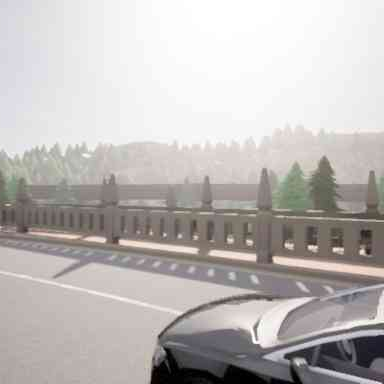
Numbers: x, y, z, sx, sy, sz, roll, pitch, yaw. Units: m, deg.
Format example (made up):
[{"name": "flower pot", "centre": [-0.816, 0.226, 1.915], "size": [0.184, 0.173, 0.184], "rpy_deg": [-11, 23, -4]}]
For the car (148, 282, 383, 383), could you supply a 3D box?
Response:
[{"name": "car", "centre": [1.826, 1.480, 2.487], "size": [4.902, 1.511, 2.128], "rpy_deg": [0, 0, 35]}]
